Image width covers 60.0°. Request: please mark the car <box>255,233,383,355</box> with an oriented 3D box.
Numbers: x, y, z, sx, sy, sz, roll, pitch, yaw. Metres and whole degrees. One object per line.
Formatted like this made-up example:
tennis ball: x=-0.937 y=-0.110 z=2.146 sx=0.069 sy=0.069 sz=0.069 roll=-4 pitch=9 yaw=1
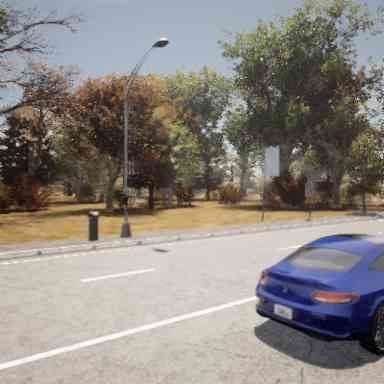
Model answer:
car: x=3.149 y=1.492 z=5.992 sx=4.674 sy=1.442 sz=1.812 roll=0 pitch=0 yaw=-35
